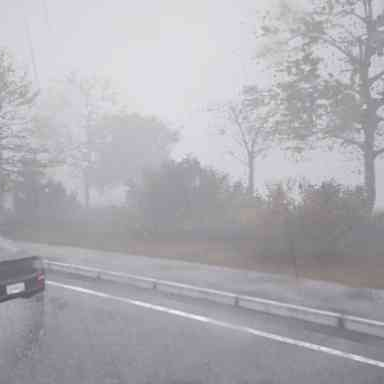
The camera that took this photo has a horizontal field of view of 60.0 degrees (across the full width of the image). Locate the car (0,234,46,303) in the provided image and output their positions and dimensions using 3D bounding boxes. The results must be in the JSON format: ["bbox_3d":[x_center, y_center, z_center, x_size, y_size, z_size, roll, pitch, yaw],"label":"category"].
[{"bbox_3d":[-5.034,1.523,7.052,4.674,1.442,1.812,0,0,32],"label":"car"}]
